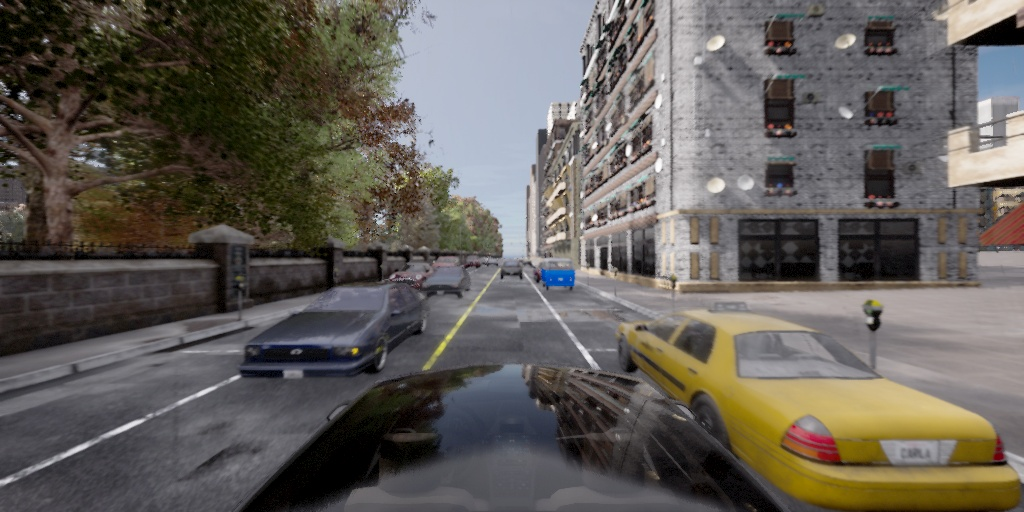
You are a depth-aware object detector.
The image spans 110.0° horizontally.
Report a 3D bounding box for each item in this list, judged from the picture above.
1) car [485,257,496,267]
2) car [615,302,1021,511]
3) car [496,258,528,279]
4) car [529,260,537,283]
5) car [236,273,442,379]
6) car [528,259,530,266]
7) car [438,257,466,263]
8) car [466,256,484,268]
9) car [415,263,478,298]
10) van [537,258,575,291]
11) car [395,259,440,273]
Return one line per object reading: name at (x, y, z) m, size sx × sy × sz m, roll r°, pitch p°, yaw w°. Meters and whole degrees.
car at (-3.279, 1.103, 61.425) m, size 1.812 × 1.442 × 4.674 m, roll 0°, pitch 0°, yaw 0°
car at (2.685, 1.260, 4.698) m, size 1.751 × 1.417 × 4.829 m, roll 0°, pitch 0°, yaw 0°
car at (-0.021, 1.148, 30.764) m, size 2.128 × 1.511 × 4.902 m, roll 0°, pitch 0°, yaw 0°
car at (2.591, 1.103, 26.683) m, size 1.967 × 1.591 × 4.097 m, roll 0°, pitch 0°, yaw 0°
car at (-3.117, 1.284, 7.752) m, size 2.033 × 1.411 × 5.357 m, roll 0°, pitch 0°, yaw 0°
car at (2.448, 1.115, 59.914) m, size 2.007 × 1.370 × 4.403 m, roll 0°, pitch 0°, yaw 0°
car at (-5.814, 0.978, 32.183) m, size 2.192 × 1.841 × 5.009 m, roll 0°, pitch 0°, yaw 0°
car at (-5.909, 0.913, 54.337) m, size 2.192 × 1.841 × 5.009 m, roll 0°, pitch 0°, yaw 0°
car at (-3.158, 1.249, 18.421) m, size 2.033 × 1.411 × 5.357 m, roll 0°, pitch 0°, yaw 0°
van at (2.615, 1.021, 21.144) m, size 1.690 × 1.789 × 3.998 m, roll 0°, pitch 0°, yaw 0°
car at (-5.765, 1.138, 21.106) m, size 1.967 × 1.591 × 4.097 m, roll 0°, pitch 0°, yaw 0°
